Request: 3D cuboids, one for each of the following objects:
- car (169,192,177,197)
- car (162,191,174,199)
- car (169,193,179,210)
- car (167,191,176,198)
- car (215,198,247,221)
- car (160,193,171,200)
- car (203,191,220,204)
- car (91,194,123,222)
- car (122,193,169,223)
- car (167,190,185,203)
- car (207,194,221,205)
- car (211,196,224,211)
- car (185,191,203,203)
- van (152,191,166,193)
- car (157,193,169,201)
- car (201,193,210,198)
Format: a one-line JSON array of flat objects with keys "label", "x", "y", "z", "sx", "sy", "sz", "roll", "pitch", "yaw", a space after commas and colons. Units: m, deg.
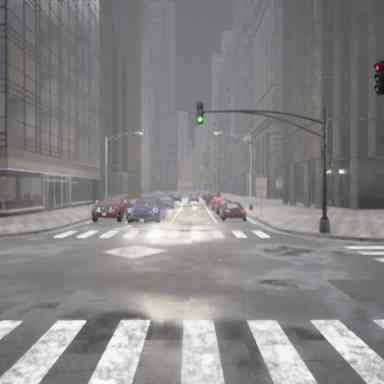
[{"label": "car", "x": -5.302, "y": 0.710, "z": 91.348, "sx": 1.887, "sy": 1.381, "sz": 4.507, "roll": 0, "pitch": 1, "yaw": 0}, {"label": "car", "x": -5.387, "y": 0.629, "z": 74.491, "sx": 2.192, "sy": 1.841, "sz": 5.009, "roll": 0, "pitch": 1, "yaw": 0}, {"label": "car", "x": -2.897, "y": 1.193, "z": 37.706, "sx": 2.033, "sy": 1.411, "sz": 5.357, "roll": 0, "pitch": 1, "yaw": 1}, {"label": "car", "x": -5.330, "y": 0.655, "z": 85.729, "sx": 1.967, "sy": 1.590, "sz": 4.097, "roll": 0, "pitch": 1, "yaw": 0}, {"label": "car", "x": 2.883, "y": 1.354, "z": 23.904, "sx": 1.802, "sy": 1.307, "sz": 4.206, "roll": 0, "pitch": 1, "yaw": 0}, {"label": "car", "x": -5.415, "y": 0.930, "z": 68.874, "sx": 1.947, "sy": 1.339, "sz": 4.313, "roll": 0, "pitch": 1, "yaw": 0}, {"label": "car", "x": 2.997, "y": 0.880, "z": 46.374, "sx": 2.192, "sy": 1.841, "sz": 5.009, "roll": 0, "pitch": 1, "yaw": 0}, {"label": "car", "x": -5.642, "y": 1.088, "z": 23.924, "sx": 2.192, "sy": 1.841, "sz": 5.009, "roll": 0, "pitch": 1, "yaw": 0}, {"label": "car", "x": -3.039, "y": 1.135, "z": 22.862, "sx": 2.097, "sy": 1.767, "sz": 4.553, "roll": 0, "pitch": 1, "yaw": 2}, {"label": "car", "x": -2.736, "y": 0.951, "z": 56.561, "sx": 1.882, "sy": 1.535, "sz": 5.008, "roll": 0, "pitch": 0, "yaw": 1}, {"label": "car", "x": 2.940, "y": 1.213, "z": 35.139, "sx": 1.887, "sy": 1.381, "sz": 4.507, "roll": 0, "pitch": 1, "yaw": 0}, {"label": "car", "x": 2.911, "y": 1.302, "z": 29.522, "sx": 1.802, "sy": 1.307, "sz": 4.206, "roll": 0, "pitch": 1, "yaw": 0}, {"label": "car", "x": 0.273, "y": 1.043, "z": 54.150, "sx": 2.033, "sy": 1.411, "sz": 5.357, "roll": 0, "pitch": 1, "yaw": 0}, {"label": "van", "x": -5.500, "y": 0.856, "z": 52.017, "sx": 1.690, "sy": 1.788, "sz": 3.998, "roll": 0, "pitch": 1, "yaw": 0}, {"label": "car", "x": -5.444, "y": 0.965, "z": 63.256, "sx": 2.008, "sy": 1.369, "sz": 4.403, "roll": 0, "pitch": 1, "yaw": 0}, {"label": "car", "x": 3.166, "y": 0.829, "z": 80.084, "sx": 1.947, "sy": 1.339, "sz": 4.313, "roll": 0, "pitch": 1, "yaw": 0}]
